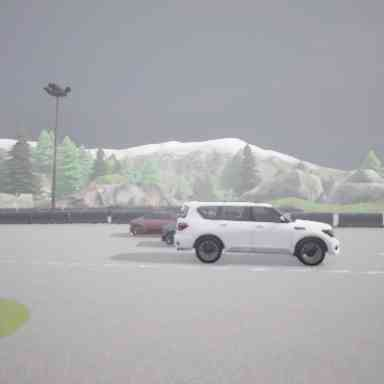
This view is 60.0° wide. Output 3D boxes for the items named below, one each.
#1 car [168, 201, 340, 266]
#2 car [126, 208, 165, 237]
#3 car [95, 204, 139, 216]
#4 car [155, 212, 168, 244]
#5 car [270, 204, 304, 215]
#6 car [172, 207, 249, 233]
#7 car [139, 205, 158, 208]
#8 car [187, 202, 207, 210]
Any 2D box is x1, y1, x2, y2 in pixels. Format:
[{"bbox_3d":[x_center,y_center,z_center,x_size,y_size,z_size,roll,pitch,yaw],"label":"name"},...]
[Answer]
[{"bbox_3d":[2.164,1.368,11.808,5.566,2.045,2.150,0,-1,5],"label":"car"},{"bbox_3d":[-1.471,1.845,19.180,4.181,1.385,1.994,0,-1,5],"label":"car"},{"bbox_3d":[-8.932,2.175,37.663,4.892,1.490,1.837,0,-1,5],"label":"car"},{"bbox_3d":[0.655,1.780,15.463,4.181,1.385,1.994,0,-1,5],"label":"car"},{"bbox_3d":[14.323,2.629,50.277,4.674,1.442,1.812,0,-1,37],"label":"car"},{"bbox_3d":[1.261,1.851,22.437,5.008,1.535,1.882,0,-1,5],"label":"car"},{"bbox_3d":[-5.960,2.283,40.895,5.357,1.411,2.033,0,-1,5],"label":"car"},{"bbox_3d":[0.939,2.711,66.356,1.812,1.442,4.674,2,-2,-28],"label":"car"}]
